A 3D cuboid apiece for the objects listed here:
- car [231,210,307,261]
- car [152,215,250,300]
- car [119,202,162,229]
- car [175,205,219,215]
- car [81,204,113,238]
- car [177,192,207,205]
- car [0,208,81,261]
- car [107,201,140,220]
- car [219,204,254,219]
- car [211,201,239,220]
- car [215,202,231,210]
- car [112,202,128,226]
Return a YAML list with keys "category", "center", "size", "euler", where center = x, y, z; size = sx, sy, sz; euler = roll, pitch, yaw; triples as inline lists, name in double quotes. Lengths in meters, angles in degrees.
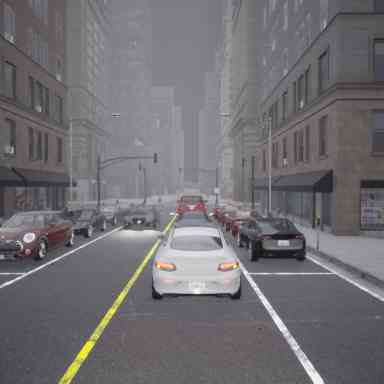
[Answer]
- category: "car"
  center: [2.742, 1.564, 12.037]
  size: [1.947, 1.339, 4.313]
  euler: [-1, 0, 0]
- category: "car"
  center: [0.093, 1.524, 8.279]
  size: [1.812, 1.442, 4.674]
  euler: [0, 0, 0]
- category: "car"
  center: [-3.066, 1.563, 21.321]
  size: [1.994, 1.385, 4.181]
  euler: [0, 0, 0]
- category: "car"
  center: [0.083, 1.562, 16.765]
  size: [1.994, 1.385, 4.181]
  euler: [0, 0, 0]
- category: "car"
  center: [-5.788, 1.564, 17.535]
  size: [1.947, 1.339, 4.313]
  euler: [-1, 0, 0]
- category: "car"
  center: [-0.022, 1.220, 26.152]
  size: [2.150, 2.045, 5.566]
  euler: [0, 0, 0]
- category: "car"
  center: [-5.785, 1.438, 12.029]
  size: [1.967, 1.590, 4.097]
  euler: [-1, 0, 0]
- category: "car"
  center: [-5.797, 1.543, 28.546]
  size: [1.887, 1.381, 4.507]
  euler: [-1, 0, 0]
- category: "car"
  center: [2.737, 1.543, 17.541]
  size: [1.887, 1.381, 4.507]
  euler: [-1, 0, 0]
- category: "car"
  center: [2.728, 1.544, 28.552]
  size: [1.887, 1.381, 4.507]
  euler: [-1, 0, 0]
- category: "car"
  center: [2.733, 1.543, 23.047]
  size: [1.887, 1.381, 4.507]
  euler: [-1, 0, 0]
- category: "car"
  center: [-5.792, 1.549, 23.040]
  size: [2.008, 1.369, 4.403]
  euler: [-1, 0, 0]
